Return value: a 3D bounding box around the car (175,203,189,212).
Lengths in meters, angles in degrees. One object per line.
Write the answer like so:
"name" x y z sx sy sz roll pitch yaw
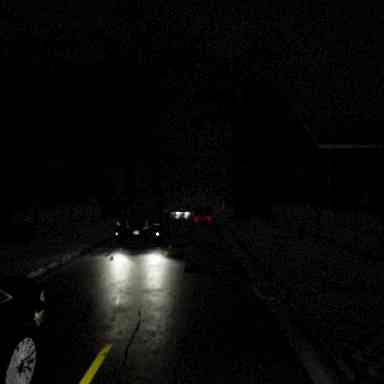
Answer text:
"car" -1.402 2.233 48.417 1.994 1.385 4.181 0 -1 2

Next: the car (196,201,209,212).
"car" 1.586 2.172 49.753 1.882 1.535 5.008 0 -1 2

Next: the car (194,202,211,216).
"car" 1.293 2.021 40.133 1.882 1.535 5.008 0 -1 2

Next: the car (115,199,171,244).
"car" -2.355 1.437 17.345 2.150 2.045 5.566 0 0 2

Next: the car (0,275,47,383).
"car" -2.825 1.519 2.343 2.128 1.511 4.902 0 -1 2
